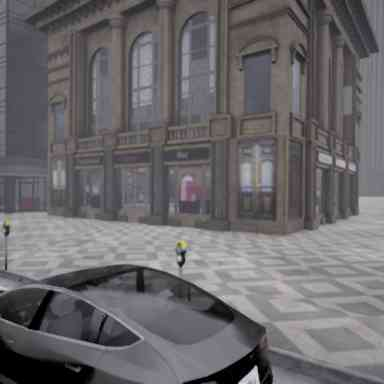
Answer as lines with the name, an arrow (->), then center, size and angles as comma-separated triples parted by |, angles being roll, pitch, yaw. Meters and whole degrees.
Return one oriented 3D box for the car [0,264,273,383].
car -> -1.239, 1.539, 3.846 | 4.313, 1.339, 1.947 | 1, 1, 36
